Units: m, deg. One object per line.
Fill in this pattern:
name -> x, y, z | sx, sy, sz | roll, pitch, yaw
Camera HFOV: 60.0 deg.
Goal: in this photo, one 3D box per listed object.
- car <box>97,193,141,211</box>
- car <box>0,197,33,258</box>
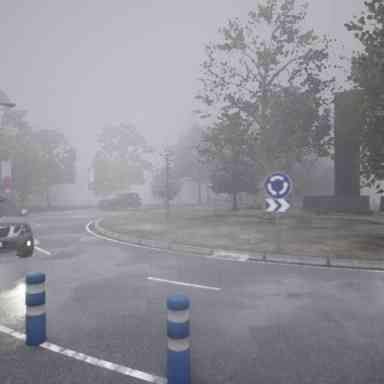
car -> -8.428, 1.134, 38.931 | 2.150, 2.045, 5.566 | -1, 0, 35
car -> -7.526, 1.224, 12.204 | 2.150, 2.045, 5.566 | -1, 1, -37
